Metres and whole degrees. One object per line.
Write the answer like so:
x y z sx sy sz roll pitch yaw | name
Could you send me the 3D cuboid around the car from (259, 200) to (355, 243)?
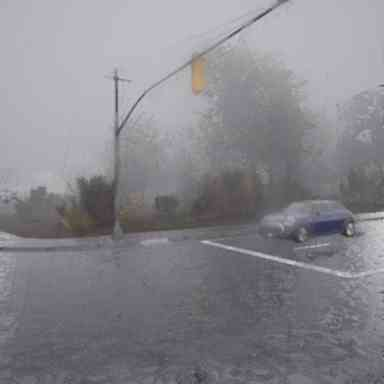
5.253 1.192 15.171 4.553 1.767 2.097 -1 1 -29 | car
